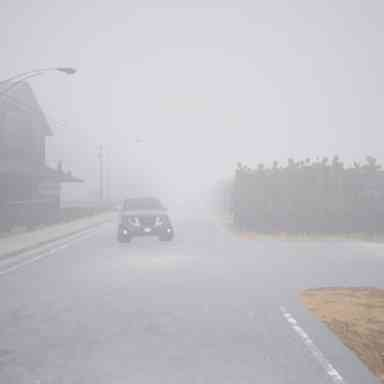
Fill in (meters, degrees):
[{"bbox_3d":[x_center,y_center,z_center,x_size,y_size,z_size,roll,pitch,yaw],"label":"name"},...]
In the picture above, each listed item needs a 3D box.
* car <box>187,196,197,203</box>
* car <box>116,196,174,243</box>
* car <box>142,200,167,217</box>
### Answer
[{"bbox_3d":[-0.017,1.508,69.210,1.812,1.442,4.674,0,0,0],"label":"car"},{"bbox_3d":[-2.535,1.217,16.476,2.150,2.045,5.566,0,0,-15],"label":"car"},{"bbox_3d":[-3.554,1.521,32.252,1.812,1.442,4.674,0,0,0],"label":"car"}]
